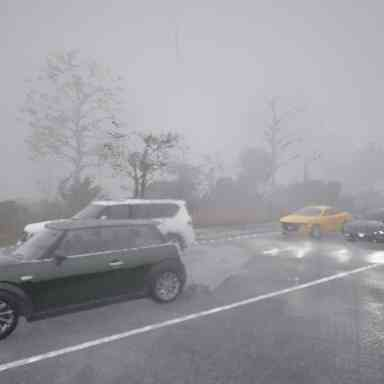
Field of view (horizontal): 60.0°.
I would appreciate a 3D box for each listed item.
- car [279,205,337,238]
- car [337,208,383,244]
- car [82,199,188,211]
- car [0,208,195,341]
[{"bbox_3d":[6.778,1.512,18.087,5.008,1.535,1.882,0,0,-39],"label":"car"},{"bbox_3d":[8.890,1.535,15.295,4.892,1.490,1.837,0,0,-39],"label":"car"},{"bbox_3d":[-2.483,1.247,10.760,5.566,2.045,2.150,1,0,-36],"label":"car"},{"bbox_3d":[-2.389,1.365,6.550,4.553,1.767,2.097,0,0,-35],"label":"car"}]
